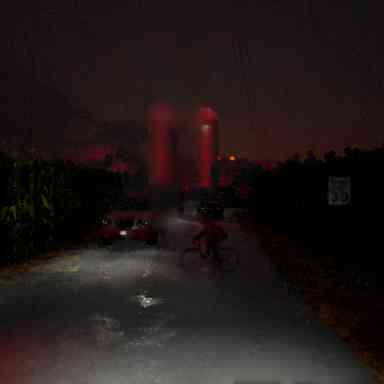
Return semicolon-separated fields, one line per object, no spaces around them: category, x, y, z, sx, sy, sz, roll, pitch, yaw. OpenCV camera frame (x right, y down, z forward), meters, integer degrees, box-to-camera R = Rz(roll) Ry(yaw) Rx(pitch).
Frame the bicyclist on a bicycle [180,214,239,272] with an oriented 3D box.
bicyclist on a bicycle;0.468;1.425;9.191;1.656;1.620;0.582;-1;0;3

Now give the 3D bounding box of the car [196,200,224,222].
car;1.361;1.314;24.675;2.128;1.511;4.902;0;0;3

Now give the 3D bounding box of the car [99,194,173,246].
car;-2.427;1.140;15.372;2.150;2.045;5.566;0;1;4

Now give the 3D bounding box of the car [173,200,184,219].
car;-1.701;1.357;27.339;2.033;1.411;5.357;0;0;3
